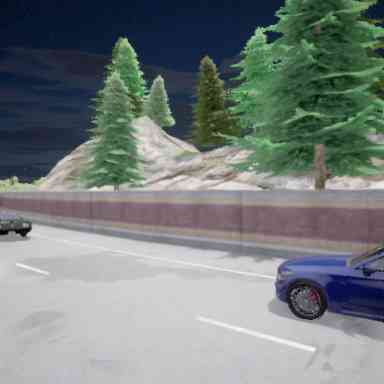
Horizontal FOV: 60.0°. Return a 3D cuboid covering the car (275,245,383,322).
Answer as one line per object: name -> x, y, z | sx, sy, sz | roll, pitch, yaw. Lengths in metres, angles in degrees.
car -> 3.784, 1.546, 5.686 | 4.674, 1.442, 1.812 | 0, 0, 36

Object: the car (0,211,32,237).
car -> -10.153, 1.663, 17.333 | 4.718, 1.301, 1.895 | 0, 0, 44
